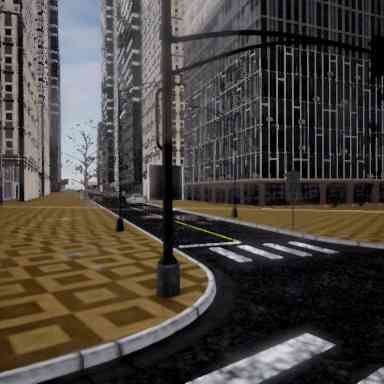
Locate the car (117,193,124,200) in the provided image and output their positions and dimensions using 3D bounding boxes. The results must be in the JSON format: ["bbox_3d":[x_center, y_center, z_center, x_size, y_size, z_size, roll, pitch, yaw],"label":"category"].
[{"bbox_3d":[-12.446,0.853,56.818,1.895,1.301,4.718,-1,1,-20],"label":"car"}]

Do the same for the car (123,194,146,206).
[{"bbox_3d":[-7.202,0.976,42.732,1.812,1.442,4.674,-1,1,-20],"label":"car"}]

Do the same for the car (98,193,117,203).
[{"bbox_3d":[-13.268,0.930,51.145,1.994,1.385,4.181,-1,1,-20],"label":"car"}]
